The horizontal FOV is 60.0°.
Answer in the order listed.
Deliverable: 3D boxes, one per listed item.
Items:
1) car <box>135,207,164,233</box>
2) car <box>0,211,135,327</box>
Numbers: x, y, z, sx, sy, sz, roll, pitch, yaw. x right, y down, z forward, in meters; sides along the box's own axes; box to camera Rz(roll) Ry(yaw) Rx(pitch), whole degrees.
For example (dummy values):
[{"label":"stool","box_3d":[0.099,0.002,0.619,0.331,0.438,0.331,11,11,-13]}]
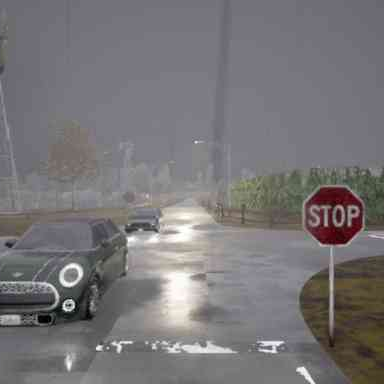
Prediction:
[{"label":"car","box_3d":[-2.746,1.621,20.452,2.033,1.411,5.357,-1,1,0]},{"label":"car","box_3d":[-2.753,1.368,7.289,2.097,1.767,4.553,0,-1,0]}]
